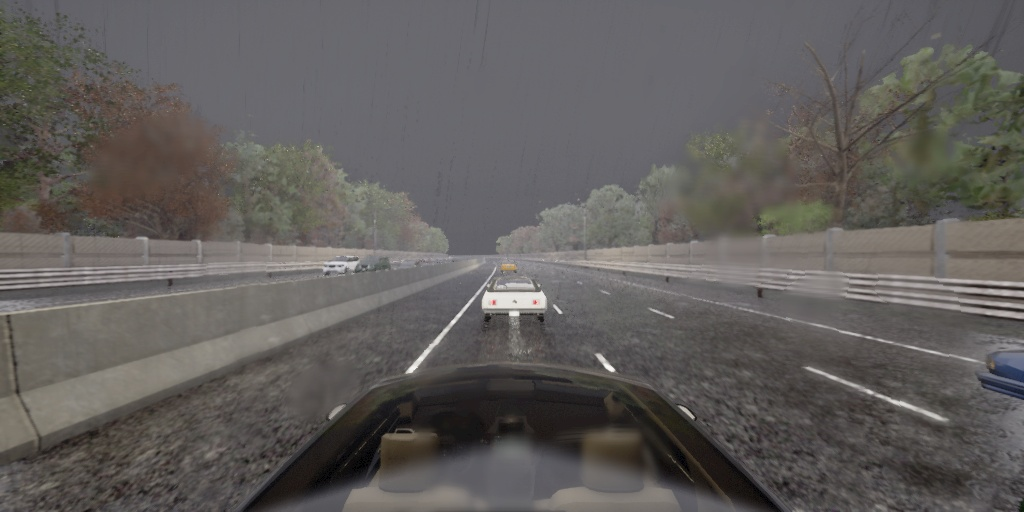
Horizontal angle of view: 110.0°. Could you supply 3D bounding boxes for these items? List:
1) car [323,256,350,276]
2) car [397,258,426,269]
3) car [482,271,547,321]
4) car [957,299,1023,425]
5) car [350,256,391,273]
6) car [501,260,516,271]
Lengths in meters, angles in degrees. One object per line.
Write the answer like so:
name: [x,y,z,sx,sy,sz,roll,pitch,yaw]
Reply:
car: [-17.990,0.983,38.423,2.150,2.045,5.566,0,0,-1]
car: [-10.994,1.267,38.591,1.837,1.490,4.892,0,0,-1]
car: [0.057,1.355,12.420,1.895,1.301,4.718,0,0,0]
car: [7.095,1.296,2.220,2.033,1.411,5.357,0,0,0]
car: [-14.475,0.982,37.698,2.150,2.045,5.566,0,0,-1]
car: [-0.438,1.222,44.659,1.801,1.575,5.366,0,0,-1]
